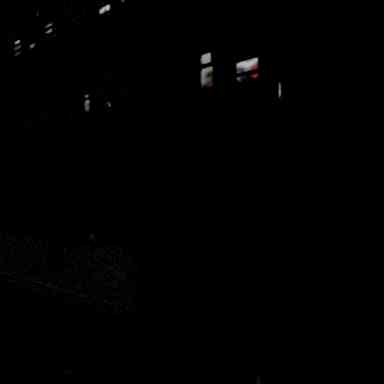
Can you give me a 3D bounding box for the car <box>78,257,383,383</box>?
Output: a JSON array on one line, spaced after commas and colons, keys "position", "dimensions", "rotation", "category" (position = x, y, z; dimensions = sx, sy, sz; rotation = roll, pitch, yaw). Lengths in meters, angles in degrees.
[{"position": [1.501, 1.315, 1.820], "dimensions": [5.009, 1.841, 2.192], "rotation": [0, -1, 35], "category": "car"}]
